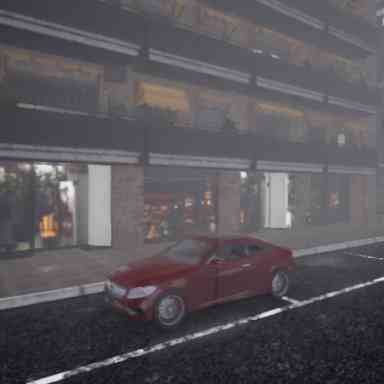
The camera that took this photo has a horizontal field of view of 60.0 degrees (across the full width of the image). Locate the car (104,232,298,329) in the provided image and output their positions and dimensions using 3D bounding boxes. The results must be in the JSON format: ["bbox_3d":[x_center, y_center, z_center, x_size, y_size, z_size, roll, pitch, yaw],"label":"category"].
[{"bbox_3d":[0.377,1.516,6.736,4.206,1.307,1.802,-1,1,-34],"label":"car"}]
